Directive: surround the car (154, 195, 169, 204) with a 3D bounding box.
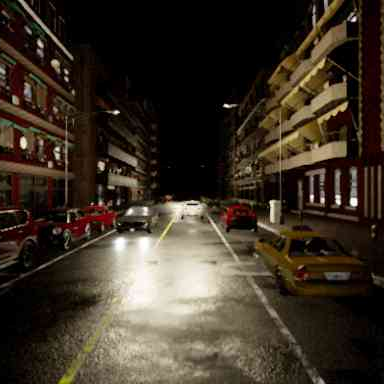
[{"bbox_3d":[-5.707,1.519,59.025,2.008,1.369,4.403,0,0,0],"label":"car"}]

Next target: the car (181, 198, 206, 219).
[{"bbox_3d":[0.042,1.512,28.864,1.812,1.442,4.674,0,0,0],"label":"car"}]

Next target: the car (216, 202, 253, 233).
[{"bbox_3d":[2.685,1.535,19.571,1.887,1.381,4.507,0,0,0],"label":"car"}]

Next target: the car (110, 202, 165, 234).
[{"bbox_3d":[-3.009,1.538,19.442,2.033,1.411,5.357,0,0,0],"label":"car"}]

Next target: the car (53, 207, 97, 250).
[{"bbox_3d":[-5.693,1.434,13.936,1.967,1.590,4.097,0,0,0],"label":"car"}]

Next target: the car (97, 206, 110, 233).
[{"bbox_3d":[-5.695,1.536,19.573,1.887,1.381,4.507,0,0,0],"label":"car"}]

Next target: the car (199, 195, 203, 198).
[{"bbox_3d":[2.672,1.489,64.831,1.752,1.417,4.829,0,0,0],"label":"car"}]

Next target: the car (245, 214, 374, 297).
[{"bbox_3d":[2.689,1.521,8.469,1.752,1.417,4.829,0,0,0],"label":"car"}]

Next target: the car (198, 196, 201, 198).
[{"bbox_3d":[-0.016,1.572,53.145,1.895,1.301,4.718,0,0,0],"label":"car"}]

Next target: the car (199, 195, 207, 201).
[{"bbox_3d":[2.666,1.535,81.570,1.802,1.307,4.206,0,0,0],"label":"car"}]

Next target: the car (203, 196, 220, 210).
[{"bbox_3d":[2.679,1.529,42.116,2.008,1.369,4.403,0,0,0],"label":"car"}]

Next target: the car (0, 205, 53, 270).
[{"bbox_3d":[-5.690,1.311,8.300,2.192,1.841,5.009,0,0,0],"label":"car"}]

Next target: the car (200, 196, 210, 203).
[{"bbox_3d":[2.670,1.526,70.297,1.947,1.339,4.313,0,0,0],"label":"car"}]

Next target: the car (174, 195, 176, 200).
[{"bbox_3d":[-5.715,1.265,87.208,2.192,1.841,5.009,0,0,0],"label":"car"}]

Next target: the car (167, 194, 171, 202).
[{"bbox_3d":[-5.710,1.515,64.662,2.008,1.369,4.403,0,0,0],"label":"car"}]

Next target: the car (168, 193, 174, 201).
[{"bbox_3d":[-5.713,1.502,75.935,1.887,1.381,4.507,0,0,0],"label":"car"}]
